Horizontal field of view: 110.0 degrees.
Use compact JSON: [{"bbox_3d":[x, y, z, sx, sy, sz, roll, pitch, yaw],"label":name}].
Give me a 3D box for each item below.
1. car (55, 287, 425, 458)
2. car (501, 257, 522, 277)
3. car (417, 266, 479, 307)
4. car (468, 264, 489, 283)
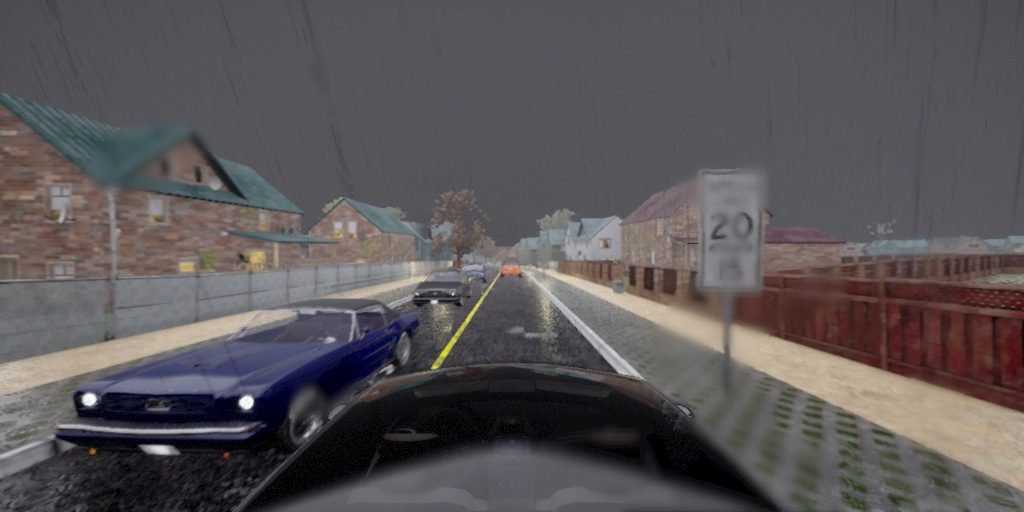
[{"bbox_3d":[-2.936,1.359,5.282,1.895,1.301,4.718,0,0,2],"label":"car"},{"bbox_3d":[-0.089,1.234,37.245,2.097,1.767,4.553,0,0,0],"label":"car"},{"bbox_3d":[-2.880,1.329,16.021,2.033,1.411,5.357,0,0,0],"label":"car"},{"bbox_3d":[-2.900,1.357,28.573,1.812,1.442,4.674,0,0,0],"label":"car"}]
